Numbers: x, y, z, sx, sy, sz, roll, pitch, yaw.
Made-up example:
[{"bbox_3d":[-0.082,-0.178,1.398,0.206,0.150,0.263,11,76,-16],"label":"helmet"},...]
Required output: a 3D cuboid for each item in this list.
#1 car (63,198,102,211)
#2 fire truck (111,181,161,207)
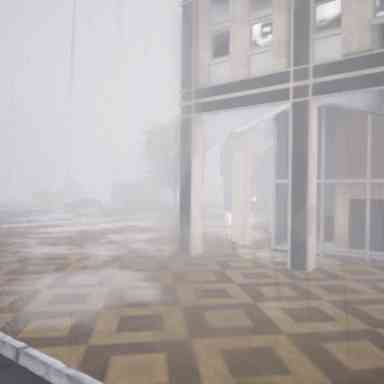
[{"bbox_3d":[-13.656,1.465,41.559,1.882,1.535,5.008,1,1,38],"label":"car"},{"bbox_3d":[-8.739,0.263,52.897,2.891,3.827,8.468,1,1,38],"label":"fire truck"}]
